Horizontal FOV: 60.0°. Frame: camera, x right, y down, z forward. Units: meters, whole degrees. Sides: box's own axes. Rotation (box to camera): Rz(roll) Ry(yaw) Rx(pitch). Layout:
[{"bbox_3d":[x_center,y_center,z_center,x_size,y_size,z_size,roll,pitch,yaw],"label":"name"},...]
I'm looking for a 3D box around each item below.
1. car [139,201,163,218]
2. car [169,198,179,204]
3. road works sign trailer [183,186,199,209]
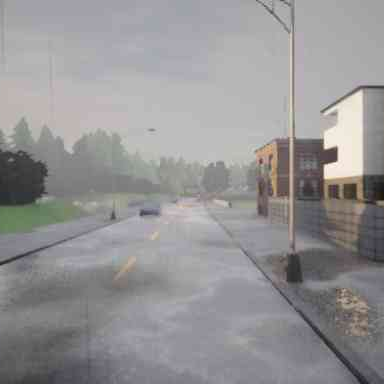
[{"bbox_3d":[-4.090,1.733,33.646,1.882,1.535,5.008,0,-1,0],"label":"car"},{"bbox_3d":[-4.021,2.048,74.251,1.994,1.385,4.181,0,0,0],"label":"car"},{"bbox_3d":[-0.015,0.864,52.794,2.380,3.560,2.880,0,0,0],"label":"road works sign trailer"}]
